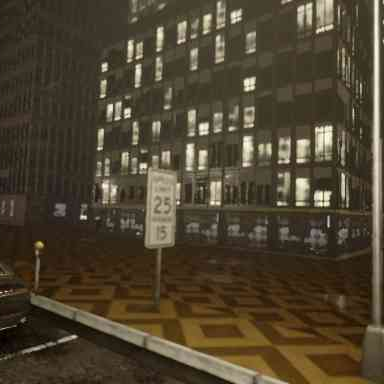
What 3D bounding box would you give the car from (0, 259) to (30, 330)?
[{"bbox_3d":[-4.793,1.770,6.400,4.403,1.369,2.008,0,-5,37],"label":"car"}]
